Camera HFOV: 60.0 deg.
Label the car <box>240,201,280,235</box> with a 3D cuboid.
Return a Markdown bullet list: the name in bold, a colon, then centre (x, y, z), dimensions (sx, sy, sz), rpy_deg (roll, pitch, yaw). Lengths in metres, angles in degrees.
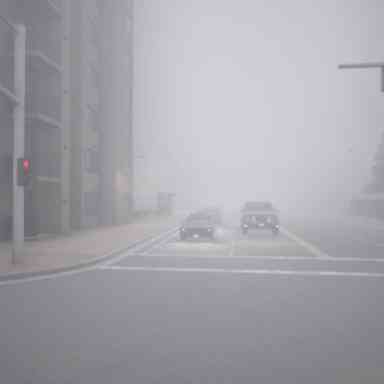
- **car**: centre (4.403, 1.607, 22.109), dimensions (2.150, 2.045, 5.566), rpy_deg (0, -1, 7)

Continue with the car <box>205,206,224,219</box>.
- **car**: centre (1.777, 2.000, 29.104), dimensions (2.128, 1.511, 4.902), rpy_deg (0, -1, 8)

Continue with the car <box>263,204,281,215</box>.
- **car**: centre (11.242, 2.378, 46.950), dimensions (1.994, 1.385, 4.181), rpy_deg (0, -1, 8)

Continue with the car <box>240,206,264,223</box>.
- **car**: centre (5.766, 2.115, 32.655), dimensions (2.033, 1.411, 5.357), rpy_deg (0, -1, 8)

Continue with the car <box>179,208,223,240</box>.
- **car**: centre (0.545, 1.890, 19.529), dimensions (2.033, 1.411, 5.357), rpy_deg (0, -1, 7)
